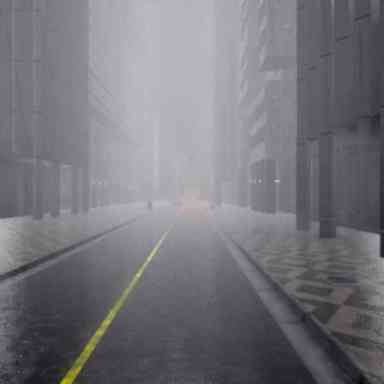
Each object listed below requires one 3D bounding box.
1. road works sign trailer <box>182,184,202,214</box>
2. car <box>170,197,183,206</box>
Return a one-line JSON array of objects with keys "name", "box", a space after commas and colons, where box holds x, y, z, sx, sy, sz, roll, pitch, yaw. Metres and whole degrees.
[{"name": "road works sign trailer", "box": [-0.007, 0.866, 40.331, 2.380, 3.560, 2.880, 0, -1, 0]}, {"name": "car", "box": [-3.040, 2.112, 71.003, 2.097, 1.767, 4.553, 0, -1, 0]}]
